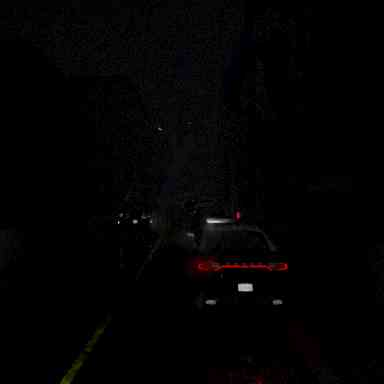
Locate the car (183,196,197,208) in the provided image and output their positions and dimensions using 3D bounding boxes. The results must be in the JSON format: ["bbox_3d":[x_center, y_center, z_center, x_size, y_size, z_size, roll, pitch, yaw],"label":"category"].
[{"bbox_3d":[0.140,1.345,47.927,2.097,1.767,4.553,0,0,1],"label":"car"}]

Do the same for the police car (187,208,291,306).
[{"bbox_3d":[0.917,1.425,8.262,1.930,1.638,5.238,0,0,0],"label":"police car"}]

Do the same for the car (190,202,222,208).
[{"bbox_3d":[0.939,1.503,18.152,1.837,1.490,4.892,0,0,0],"label":"car"}]

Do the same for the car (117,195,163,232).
[{"bbox_3d":[-3.044,1.219,20.527,2.150,2.045,5.566,0,0,0],"label":"car"}]

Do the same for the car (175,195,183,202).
[{"bbox_3d":[-2.834,1.483,76.908,1.837,1.490,4.892,0,0,0],"label":"car"}]

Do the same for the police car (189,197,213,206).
[{"bbox_3d":[0.952,1.422,24.262,1.930,1.638,5.238,0,0,0],"label":"police car"}]
